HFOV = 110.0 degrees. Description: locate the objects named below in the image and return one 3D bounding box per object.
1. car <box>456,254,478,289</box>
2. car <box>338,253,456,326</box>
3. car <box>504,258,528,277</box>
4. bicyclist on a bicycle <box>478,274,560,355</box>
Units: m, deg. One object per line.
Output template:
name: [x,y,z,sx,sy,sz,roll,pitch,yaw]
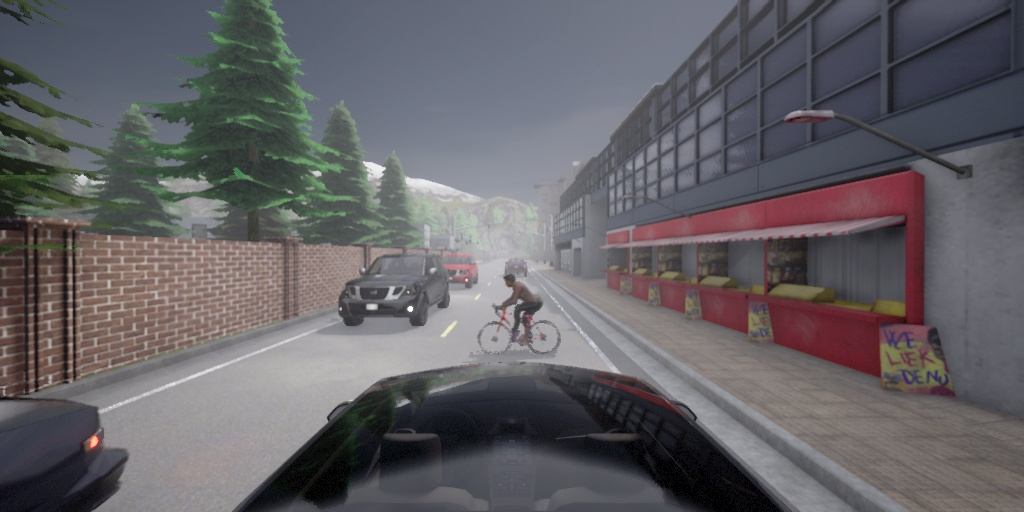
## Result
car: [-3.408,0.879,22.551,2.150,2.045,5.566,0,1,1]
car: [-3.514,0.928,11.870,2.150,2.045,5.566,0,0,1]
car: [0.386,0.968,33.947,2.097,1.767,4.553,0,0,1]
bicyclist on a bicycle: [0.131,1.174,7.124,1.656,1.620,0.582,-2,0,1]
